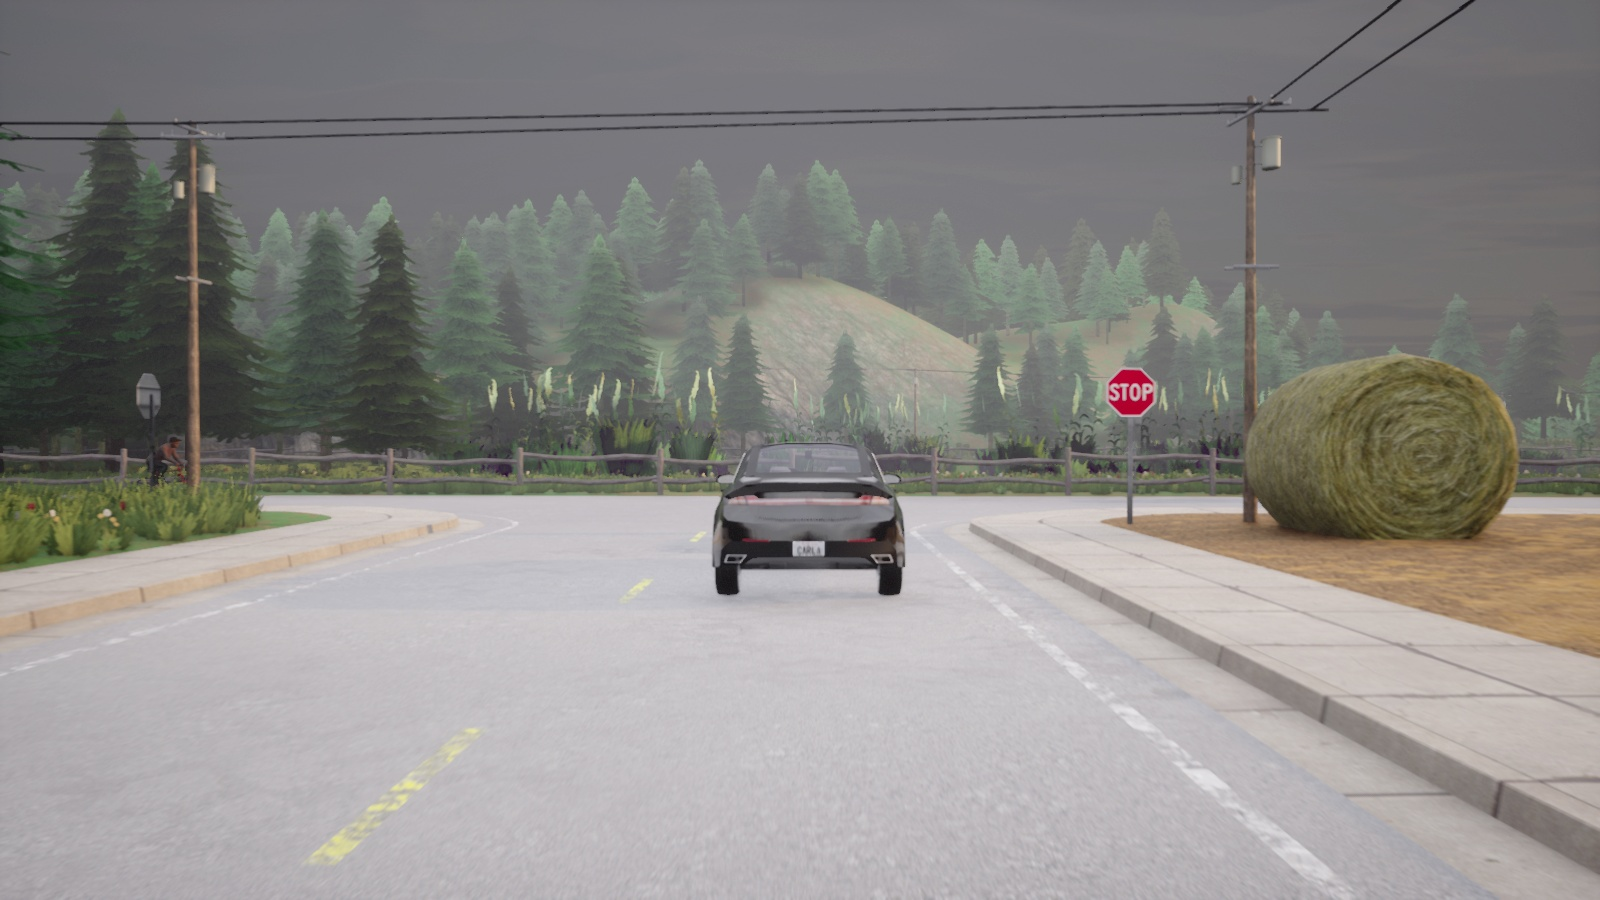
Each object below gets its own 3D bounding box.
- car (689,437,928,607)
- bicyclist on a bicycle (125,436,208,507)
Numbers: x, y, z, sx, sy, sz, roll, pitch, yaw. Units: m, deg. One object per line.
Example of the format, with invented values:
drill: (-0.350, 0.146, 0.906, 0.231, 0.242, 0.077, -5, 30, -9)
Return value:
car: (0.092, 0.626, 13.624, 2.128, 1.511, 4.902, 0, 0, 0)
bicyclist on a bicycle: (-14.722, 0.488, 29.189, 1.656, 1.620, 0.582, 1, 0, 3)
